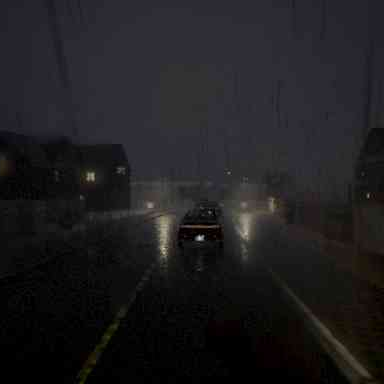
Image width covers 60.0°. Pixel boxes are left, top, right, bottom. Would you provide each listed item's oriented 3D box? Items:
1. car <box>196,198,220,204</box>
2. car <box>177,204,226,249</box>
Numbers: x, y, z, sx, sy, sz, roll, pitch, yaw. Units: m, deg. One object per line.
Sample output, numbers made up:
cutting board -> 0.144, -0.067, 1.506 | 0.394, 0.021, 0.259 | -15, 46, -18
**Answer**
car -> 1.714, 1.504, 29.443 | 1.882, 1.535, 5.008 | 0, 0, 7
car -> 0.429, 1.493, 14.565 | 2.128, 1.511, 4.902 | 0, 0, 3
